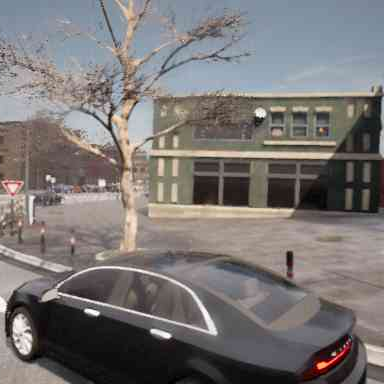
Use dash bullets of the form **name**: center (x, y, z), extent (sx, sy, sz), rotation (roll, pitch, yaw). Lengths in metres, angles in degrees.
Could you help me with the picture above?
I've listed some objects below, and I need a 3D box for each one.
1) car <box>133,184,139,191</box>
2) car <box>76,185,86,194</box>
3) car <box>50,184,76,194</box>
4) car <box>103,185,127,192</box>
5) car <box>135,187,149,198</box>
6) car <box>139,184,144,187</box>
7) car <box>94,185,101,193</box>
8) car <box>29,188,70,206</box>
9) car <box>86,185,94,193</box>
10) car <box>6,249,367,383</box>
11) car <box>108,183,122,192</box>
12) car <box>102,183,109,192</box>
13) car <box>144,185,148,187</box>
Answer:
- **car**: center (-16.825, -1.026, 84.857), extent (5.008, 1.535, 2.097), rotation (2, 2, 18)
- **car**: center (-23.676, -0.514, 63.892), extent (5.008, 1.535, 2.097), rotation (2, 2, 18)
- **car**: center (-24.495, -0.583, 61.251), extent (4.553, 1.767, 2.185), rotation (2, 2, 18)
- **car**: center (-18.356, -0.890, 79.557), extent (5.366, 1.575, 1.946), rotation (2, 2, 18)
- **car**: center (-5.983, 0.381, 53.287), extent (4.792, 1.488, 2.163), rotation (2, 2, 18)
- **car**: center (-15.989, -1.217, 87.481), extent (4.553, 1.767, 2.185), rotation (2, 2, 18)
- **car**: center (-21.926, -0.757, 69.116), extent (4.553, 1.767, 2.185), rotation (2, 2, 18)
- **car**: center (-15.013, 0.636, 34.455), extent (1.837, 1.490, 4.892), rotation (2, 1, 7)
- **car**: center (-22.814, -0.533, 66.510), extent (4.674, 1.452, 2.002), rotation (2, 2, 18)
- **car**: center (-0.532, 1.509, 4.265), extent (4.892, 1.490, 1.837), rotation (0, 0, 37)
- **car**: center (-19.408, -1.080, 76.994), extent (5.566, 2.045, 2.435), rotation (2, 2, 18)
- **car**: center (-21.107, -0.694, 71.757), extent (4.892, 1.521, 2.231), rotation (2, 2, 18)
- **car**: center (-15.133, -1.281, 90.100), extent (4.553, 1.767, 2.185), rotation (2, 2, 18)
